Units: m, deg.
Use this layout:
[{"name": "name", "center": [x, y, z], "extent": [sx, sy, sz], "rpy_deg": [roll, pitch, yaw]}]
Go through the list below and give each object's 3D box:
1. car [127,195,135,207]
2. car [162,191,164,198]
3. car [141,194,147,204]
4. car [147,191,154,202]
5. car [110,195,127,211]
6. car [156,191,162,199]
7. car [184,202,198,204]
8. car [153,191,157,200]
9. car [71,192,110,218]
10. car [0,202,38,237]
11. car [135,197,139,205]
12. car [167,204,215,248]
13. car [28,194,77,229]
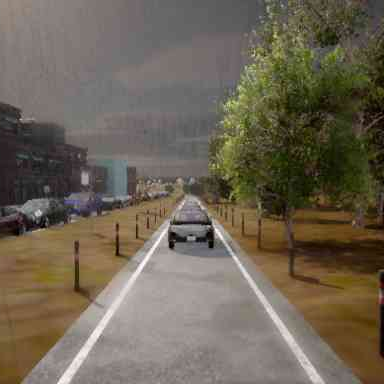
[{"name": "car", "center": [-9.104, 1.253, 42.040], "extent": [2.231, 1.521, 4.892], "rpy_deg": [0, 1, 2]}, {"name": "car", "center": [-9.264, 1.102, 86.406], "extent": [2.002, 1.452, 4.674], "rpy_deg": [0, 0, 0]}, {"name": "car", "center": [-9.155, 1.183, 53.977], "extent": [1.946, 1.575, 5.366], "rpy_deg": [0, 0, 2]}, {"name": "car", "center": [-9.184, 1.140, 64.229], "extent": [2.097, 1.535, 5.008], "rpy_deg": [0, 0, 2]}, {"name": "car", "center": [-9.084, 1.257, 36.498], "extent": [2.097, 1.535, 5.008], "rpy_deg": [0, 0, 2]}, {"name": "car", "center": [-9.240, 0.847, 79.661], "extent": [2.435, 2.045, 5.566], "rpy_deg": [0, 0, 0]}, {"name": "car", "center": [-0.074, 1.553, 29.672], "extent": [1.994, 1.385, 4.181], "rpy_deg": [0, 0, 0]}, {"name": "car", "center": [-9.205, 1.105, 69.777], "extent": [2.097, 1.535, 5.008], "rpy_deg": [0, 0, 2]}, {"name": "car", "center": [-9.052, 1.018, 27.544], "extent": [2.435, 2.045, 5.566], "rpy_deg": [0, 0, 2]}, {"name": "car", "center": [-8.992, 1.367, 14.287], "extent": [2.163, 1.488, 4.792], "rpy_deg": [1, 0, 2]}, {"name": "car", "center": [-9.124, 1.228, 47.596], "extent": [2.097, 1.535, 5.008], "rpy_deg": [0, 0, 2]}, {"name": "car", "center": [-0.037, 1.497, 14.663], "extent": [2.128, 1.511, 4.902], "rpy_deg": [0, 0, 0]}, {"name": "car", "center": [-9.022, 1.172, 19.891], "extent": [2.185, 1.767, 4.553], "rpy_deg": [0, 0, 2]}]
